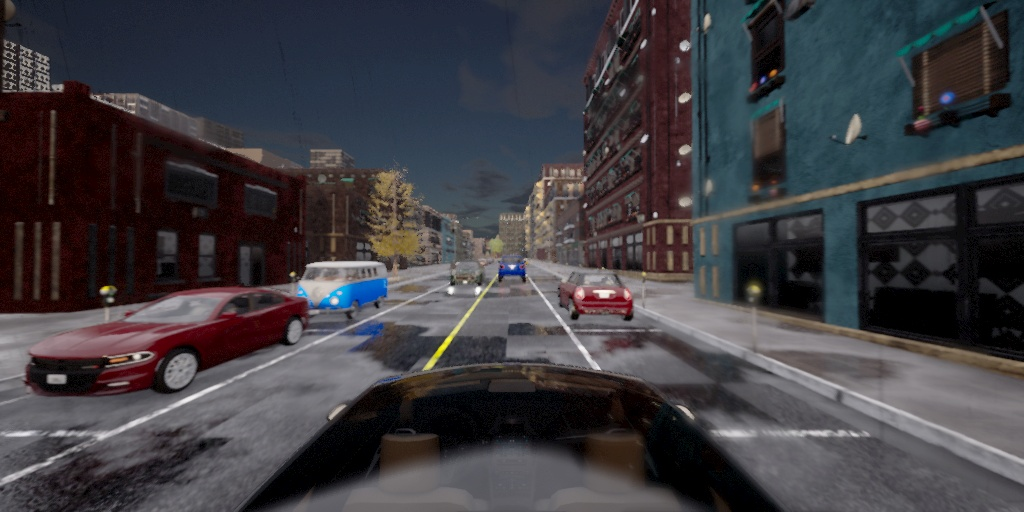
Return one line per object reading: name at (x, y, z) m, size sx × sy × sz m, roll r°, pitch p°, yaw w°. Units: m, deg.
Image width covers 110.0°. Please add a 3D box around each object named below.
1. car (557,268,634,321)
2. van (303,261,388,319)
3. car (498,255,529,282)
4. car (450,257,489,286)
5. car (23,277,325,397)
car at (2.695, 1.177, 12.466) m, size 1.967 × 1.591 × 4.097 m, roll 0°, pitch 0°, yaw 0°
van at (-5.686, 1.078, 12.408) m, size 1.690 × 1.789 × 3.998 m, roll 0°, pitch 0°, yaw 0°
car at (0.017, 0.941, 29.149) m, size 2.150 × 2.045 × 5.566 m, roll 0°, pitch 0°, yaw 0°
car at (-2.992, 1.086, 25.126) m, size 2.097 × 1.767 × 4.553 m, roll 0°, pitch 0°, yaw 0°
car at (-5.688, 1.289, 6.721) m, size 1.888 × 1.381 × 4.507 m, roll 0°, pitch 0°, yaw 0°
